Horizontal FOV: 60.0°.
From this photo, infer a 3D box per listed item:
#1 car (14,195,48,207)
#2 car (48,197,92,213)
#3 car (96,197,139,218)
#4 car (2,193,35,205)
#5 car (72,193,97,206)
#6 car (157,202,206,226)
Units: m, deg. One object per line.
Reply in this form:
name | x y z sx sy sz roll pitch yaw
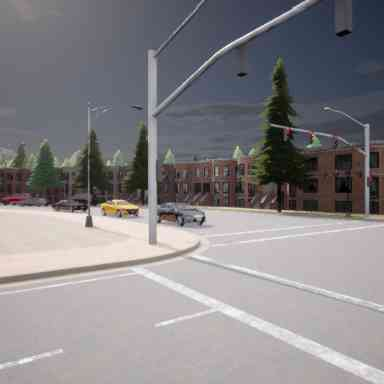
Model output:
car | -24.121 1.547 51.169 5.357 1.411 2.033 0 0 17
car | -13.914 1.601 37.954 4.718 1.301 1.895 0 0 37
car | -6.743 1.478 30.891 1.882 1.535 5.008 0 0 -40
car | -28.982 1.221 55.956 5.566 2.045 2.150 0 0 10
car | -17.368 1.223 52.277 5.566 2.045 2.150 0 0 24
car | -0.991 1.492 23.328 2.128 1.511 4.902 0 0 -36
